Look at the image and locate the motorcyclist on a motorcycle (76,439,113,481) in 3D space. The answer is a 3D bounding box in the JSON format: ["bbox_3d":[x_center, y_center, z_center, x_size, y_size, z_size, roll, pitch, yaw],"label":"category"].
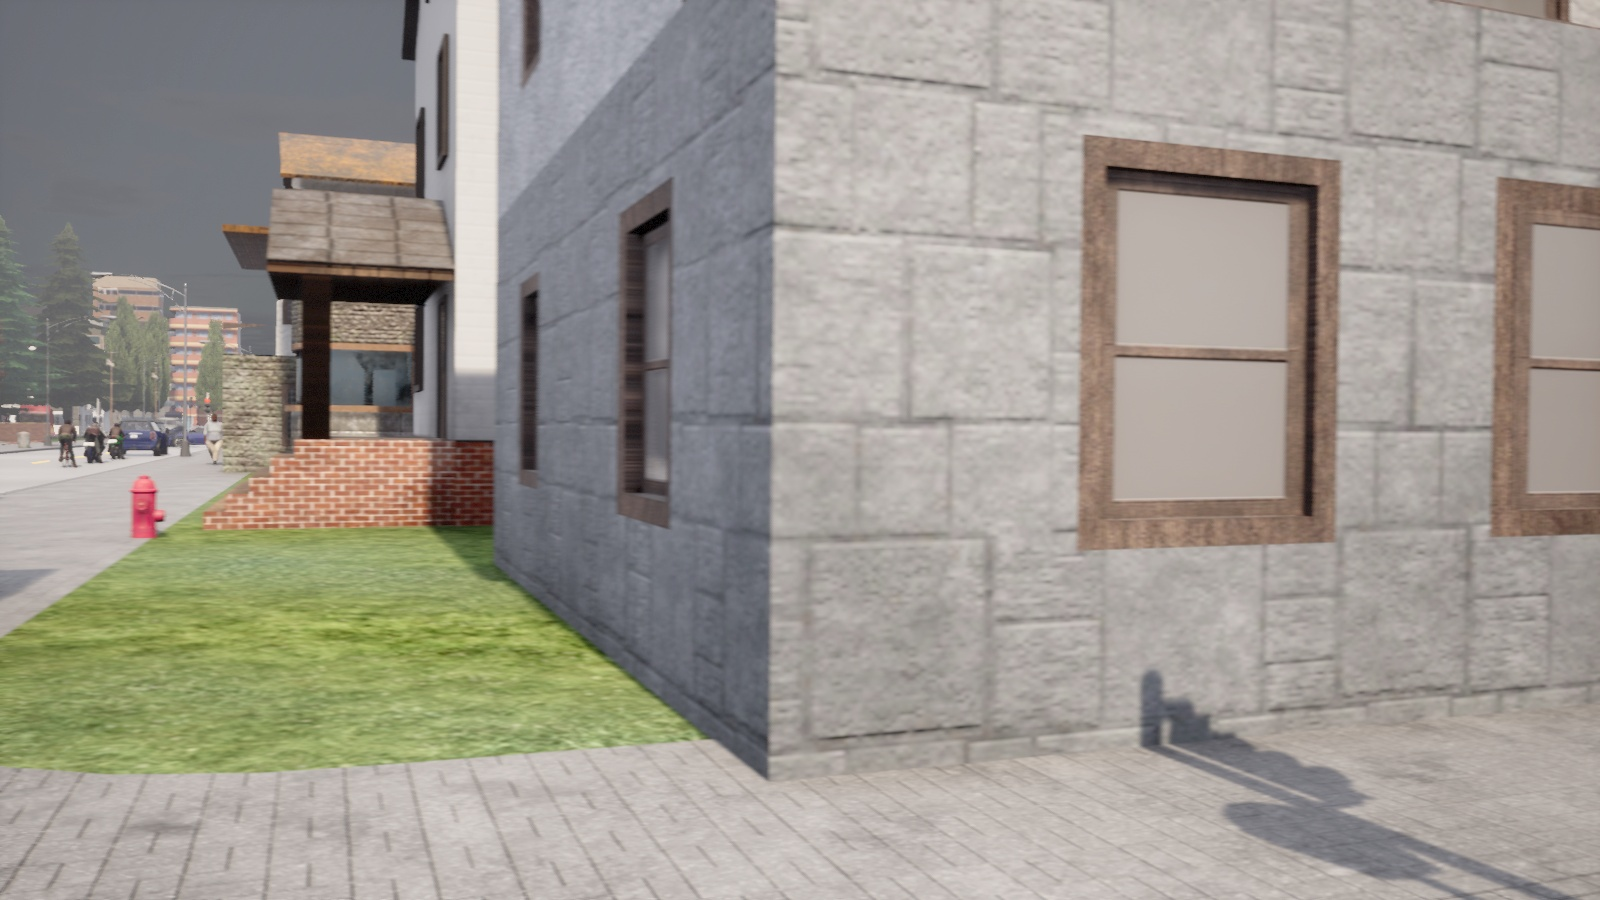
[{"bbox_3d":[-26.719,0.366,47.581,0.866,1.530,2.191,-1,1,-21],"label":"motorcyclist on a motorcycle"}]

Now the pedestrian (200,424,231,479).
[{"bbox_3d":[-20.155,0.036,43.332,0.874,1.855,0.900,-1,1,-20],"label":"pedestrian"}]

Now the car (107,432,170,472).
[{"bbox_3d":[-31.219,0.049,59.406,2.097,1.767,4.553,-1,1,-21],"label":"car"}]

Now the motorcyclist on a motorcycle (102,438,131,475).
[{"bbox_3d":[-28.676,0.252,52.712,0.797,1.523,2.044,-1,1,-21],"label":"motorcyclist on a motorcycle"}]

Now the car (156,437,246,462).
[{"bbox_3d":[-38.246,-0.065,80.206,4.792,1.488,2.163,-1,1,-41],"label":"car"}]
